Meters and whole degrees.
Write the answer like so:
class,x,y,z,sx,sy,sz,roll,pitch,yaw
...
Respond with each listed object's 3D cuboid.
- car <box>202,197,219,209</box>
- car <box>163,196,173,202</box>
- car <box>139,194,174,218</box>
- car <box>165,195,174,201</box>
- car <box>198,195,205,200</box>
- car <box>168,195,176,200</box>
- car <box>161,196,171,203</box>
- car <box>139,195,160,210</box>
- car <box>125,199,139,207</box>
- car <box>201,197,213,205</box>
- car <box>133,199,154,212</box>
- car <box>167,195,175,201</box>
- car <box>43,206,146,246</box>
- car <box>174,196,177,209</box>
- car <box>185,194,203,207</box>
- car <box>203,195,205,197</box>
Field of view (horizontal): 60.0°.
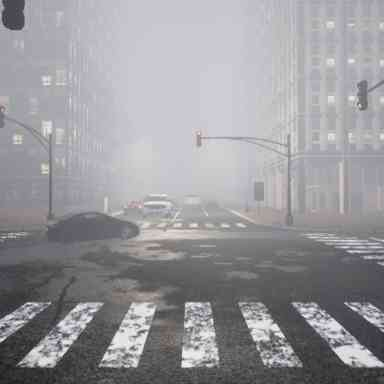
class,x,y,z,sx,sy,sz,roll,pitch,yaw
car,2.707,1.599,44.959,1.802,1.307,4.206,1,0,0
car,-5.668,1.582,78.349,2.008,1.369,4.403,1,0,0
car,-3.094,1.233,30.313,2.150,2.045,5.566,0,0,0
car,-5.668,1.578,83.924,1.887,1.381,4.507,1,0,0
car,2.714,1.584,95.155,1.887,1.381,4.507,1,0,0
car,-5.667,1.605,95.075,1.947,1.339,4.313,1,0,0
car,-5.669,1.574,72.774,1.887,1.381,4.507,1,0,0
car,-5.667,1.332,44.898,2.192,1.841,5.009,1,0,0
car,-5.671,1.453,33.748,1.967,1.590,4.097,1,0,0
car,2.710,1.590,61.692,1.947,1.339,4.313,1,0,0
car,-5.673,1.597,39.323,1.802,1.307,4.206,1,0,0
car,-5.667,1.587,89.499,2.008,1.369,4.403,1,0,0
car,-4.601,1.569,15.415,4.181,1.385,1.994,0,0,-35
car,-3.094,1.541,40.235,1.812,1.442,4.674,0,0,0
car,0.105,1.241,50.390,2.150,2.045,5.566,0,0,0
car,2.710,1.547,56.285,1.752,1.417,4.829,1,0,0
